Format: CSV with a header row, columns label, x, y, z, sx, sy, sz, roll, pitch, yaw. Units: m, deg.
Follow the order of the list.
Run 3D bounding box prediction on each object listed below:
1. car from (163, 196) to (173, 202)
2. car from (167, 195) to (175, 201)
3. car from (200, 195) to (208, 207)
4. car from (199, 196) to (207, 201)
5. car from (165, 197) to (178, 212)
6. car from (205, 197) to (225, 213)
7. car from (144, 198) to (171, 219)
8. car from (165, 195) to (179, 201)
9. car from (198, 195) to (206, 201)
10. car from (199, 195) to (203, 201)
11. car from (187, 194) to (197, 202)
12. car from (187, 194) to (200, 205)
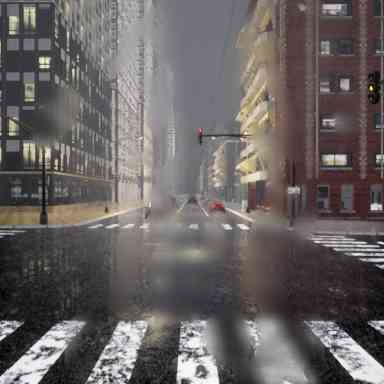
label,x,y,z,sx,sy,sz,roll,pitch,yaw
car,-5.665,1.589,78.371,2.008,1.369,4.403,0,0,0
car,-5.662,1.595,89.669,1.887,1.381,4.507,0,0,0
car,2.707,1.567,50.126,2.008,1.369,4.403,0,0,0
car,2.716,1.626,84.017,1.802,1.307,4.206,0,0,0
car,-3.070,1.574,39.497,1.994,1.385,4.181,0,0,1
car,2.754,1.591,37.209,1.802,1.307,4.206,0,0,0
car,-3.109,1.553,29.478,2.033,1.411,5.357,0,0,-4
car,-3.038,1.521,49.912,1.837,1.490,4.892,0,0,0
car,2.718,1.491,89.666,1.967,1.590,4.097,0,0,0
car,2.709,1.571,55.774,2.008,1.369,4.403,0,0,0
car,0.023,1.218,69.781,2.097,1.767,4.553,0,0,0
car,0.019,1.548,59.808,1.812,1.442,4.674,0,0,0
